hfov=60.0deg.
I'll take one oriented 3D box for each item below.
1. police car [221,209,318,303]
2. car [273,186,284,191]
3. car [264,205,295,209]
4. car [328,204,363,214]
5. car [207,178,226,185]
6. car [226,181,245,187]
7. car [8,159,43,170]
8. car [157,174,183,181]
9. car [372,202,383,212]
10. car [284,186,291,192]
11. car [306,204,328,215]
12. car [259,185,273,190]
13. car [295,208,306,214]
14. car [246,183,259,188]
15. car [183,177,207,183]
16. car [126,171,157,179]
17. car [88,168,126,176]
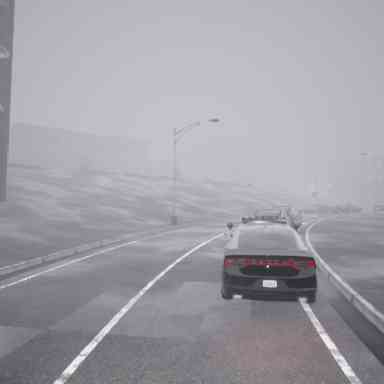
[{"bbox_3d":[1.835,1.451,8.506,1.930,1.638,5.238,-1,0,10],"label":"police car"},{"bbox_3d":[19.311,-0.651,79.790,2.185,1.767,4.553,-4,-6,42],"label":"car"},{"bbox_3d":[4.221,1.611,17.634,1.837,1.490,4.892,-1,-1,19],"label":"car"},{"bbox_3d":[19.681,2.145,42.051,4.718,1.301,1.895,1,-4,-40],"label":"car"},{"bbox_3d":[3.751,-1.825,63.860,4.553,1.767,2.185,4,-6,-42],"label":"car"},{"bbox_3d":[7.871,-1.383,67.818,4.792,1.488,2.163,4,-6,-44],"label":"car"},{"bbox_3d":[-21.492,-3.268,42.540,4.553,1.767,2.185,3,-5,-39],"label":"car"},{"bbox_3d":[-4.473,-2.194,56.454,4.674,1.452,2.002,3,-5,-40],"label":"car"},{"bbox_3d":[28.536,2.270,49.319,4.674,1.442,1.812,1,-4,-38],"label":"car"},{"bbox_3d":[23.018,-0.430,83.998,2.435,2.045,5.566,-4,-6,41],"label":"car"},{"bbox_3d":[16.690,2.263,44.047,5.357,1.411,2.033,1,-4,-43],"label":"car"},{"bbox_3d":[15.512,-0.845,75.630,2.231,1.521,4.892,-4,-6,44],"label":"car"},{"bbox_3d":[6.391,1.678,22.935,1.837,1.490,4.892,-2,-1,25],"label":"car"},{"bbox_3d":[11.768,-1.091,71.716,2.002,1.452,4.674,-4,-6,45],"label":"car"},{"bbox_3d":[-0.312,-1.970,60.118,5.008,1.535,2.097,4,-5,-41],"label":"car"},{"bbox_3d":[-8.711,-2.487,52.884,4.892,1.521,2.231,3,-5,-39],"label":"car"},{"bbox_3d":[-12.993,-2.715,49.409,4.892,1.521,2.231,3,-5,-39],"label":"car"}]
